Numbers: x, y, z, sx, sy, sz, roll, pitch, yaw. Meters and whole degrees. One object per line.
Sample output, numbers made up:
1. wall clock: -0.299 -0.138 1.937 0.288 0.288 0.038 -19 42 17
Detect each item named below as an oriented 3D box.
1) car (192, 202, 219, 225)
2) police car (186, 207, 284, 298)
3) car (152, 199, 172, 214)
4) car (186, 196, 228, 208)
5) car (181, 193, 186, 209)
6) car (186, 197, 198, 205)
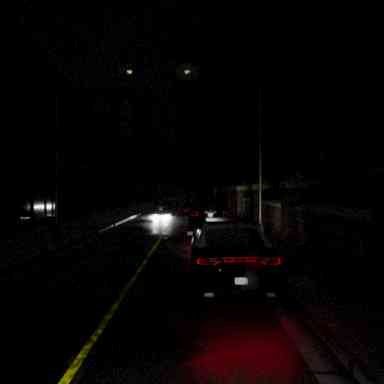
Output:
1. car: 0.884 1.503 24.533 1.812 1.442 4.674 0 0 0
2. police car: 0.895 1.416 8.643 1.930 1.638 5.238 0 0 0
3. car: -3.121 1.463 35.544 2.128 1.511 4.902 0 0 0
4. car: 0.888 1.207 18.563 2.150 2.045 5.566 0 0 0
5. car: -0.013 1.323 45.282 2.097 1.767 4.553 0 0 0
6. car: -0.038 1.537 58.538 1.994 1.385 4.181 0 0 0
